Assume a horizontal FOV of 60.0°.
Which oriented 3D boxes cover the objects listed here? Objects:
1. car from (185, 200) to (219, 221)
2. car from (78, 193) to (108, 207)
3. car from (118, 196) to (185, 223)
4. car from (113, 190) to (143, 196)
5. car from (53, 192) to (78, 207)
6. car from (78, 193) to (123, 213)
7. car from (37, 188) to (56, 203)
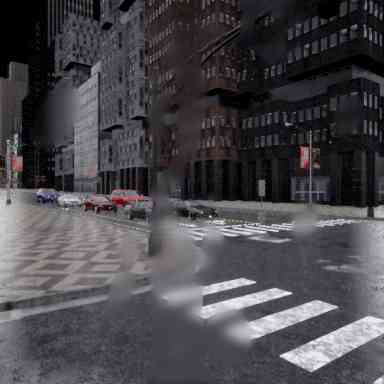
[{"bbox_3d":[-0.393,1.280,25.095,2.033,1.411,5.357,0,1,-39],"label":"car"},{"bbox_3d":[-12.470,0.929,41.792,2.128,1.511,4.902,0,1,-36],"label":"car"},{"bbox_3d":[-2.998,1.284,23.236,2.033,1.411,5.357,0,1,-35],"label":"car"},{"bbox_3d":[-6.351,0.811,33.354,2.150,2.045,5.566,0,1,-36],"label":"car"},{"bbox_3d":[-14.398,0.986,38.892,1.812,1.442,4.674,0,1,-35],"label":"car"},{"bbox_3d":[-8.599,1.080,30.918,1.882,1.535,5.008,0,1,-36],"label":"car"},{"bbox_3d":[-20.618,0.522,47.554,2.150,2.045,5.566,0,1,-36],"label":"car"}]
